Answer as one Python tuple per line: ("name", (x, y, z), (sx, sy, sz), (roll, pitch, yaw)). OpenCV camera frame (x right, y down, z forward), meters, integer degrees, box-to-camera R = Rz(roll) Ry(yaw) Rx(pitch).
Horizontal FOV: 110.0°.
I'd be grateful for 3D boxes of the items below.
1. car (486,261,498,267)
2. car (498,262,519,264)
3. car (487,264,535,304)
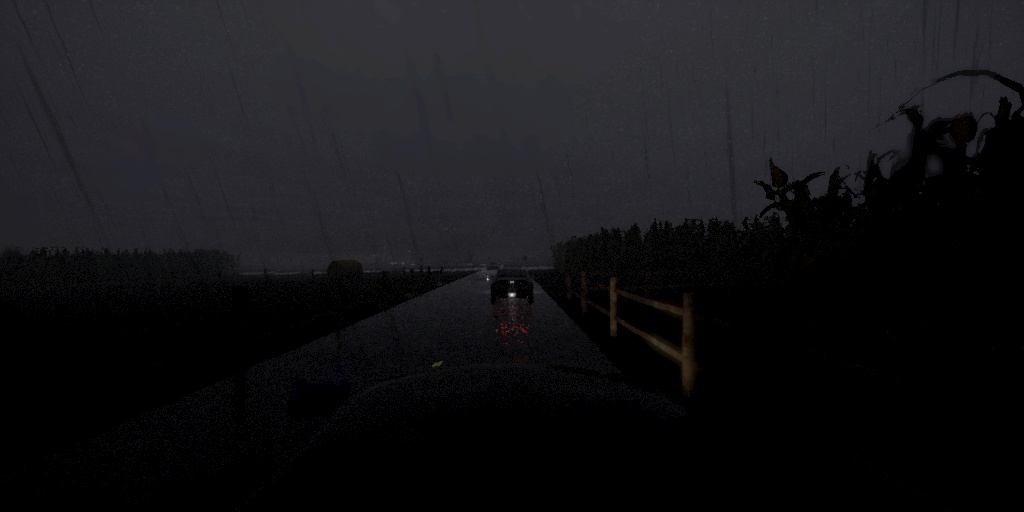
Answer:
("car", (-2.749, 1.549, 54.524), (1.837, 1.490, 4.892), (0, 0, 0))
("car", (0.001, 1.316, 31.515), (1.882, 1.535, 5.008), (0, 0, 0))
("car", (0.001, 1.282, 16.507), (1.837, 1.490, 4.892), (0, 0, 0))
